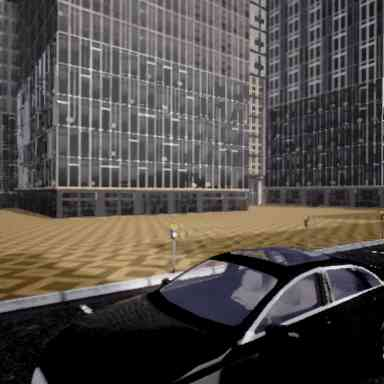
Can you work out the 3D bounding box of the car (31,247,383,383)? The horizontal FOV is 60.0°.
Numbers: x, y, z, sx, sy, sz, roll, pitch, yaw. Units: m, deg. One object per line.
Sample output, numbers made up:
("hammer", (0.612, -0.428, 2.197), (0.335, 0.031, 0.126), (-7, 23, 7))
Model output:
("car", (0.800, 1.499, 3.947), (4.902, 1.511, 2.128), (0, 0, -36))
